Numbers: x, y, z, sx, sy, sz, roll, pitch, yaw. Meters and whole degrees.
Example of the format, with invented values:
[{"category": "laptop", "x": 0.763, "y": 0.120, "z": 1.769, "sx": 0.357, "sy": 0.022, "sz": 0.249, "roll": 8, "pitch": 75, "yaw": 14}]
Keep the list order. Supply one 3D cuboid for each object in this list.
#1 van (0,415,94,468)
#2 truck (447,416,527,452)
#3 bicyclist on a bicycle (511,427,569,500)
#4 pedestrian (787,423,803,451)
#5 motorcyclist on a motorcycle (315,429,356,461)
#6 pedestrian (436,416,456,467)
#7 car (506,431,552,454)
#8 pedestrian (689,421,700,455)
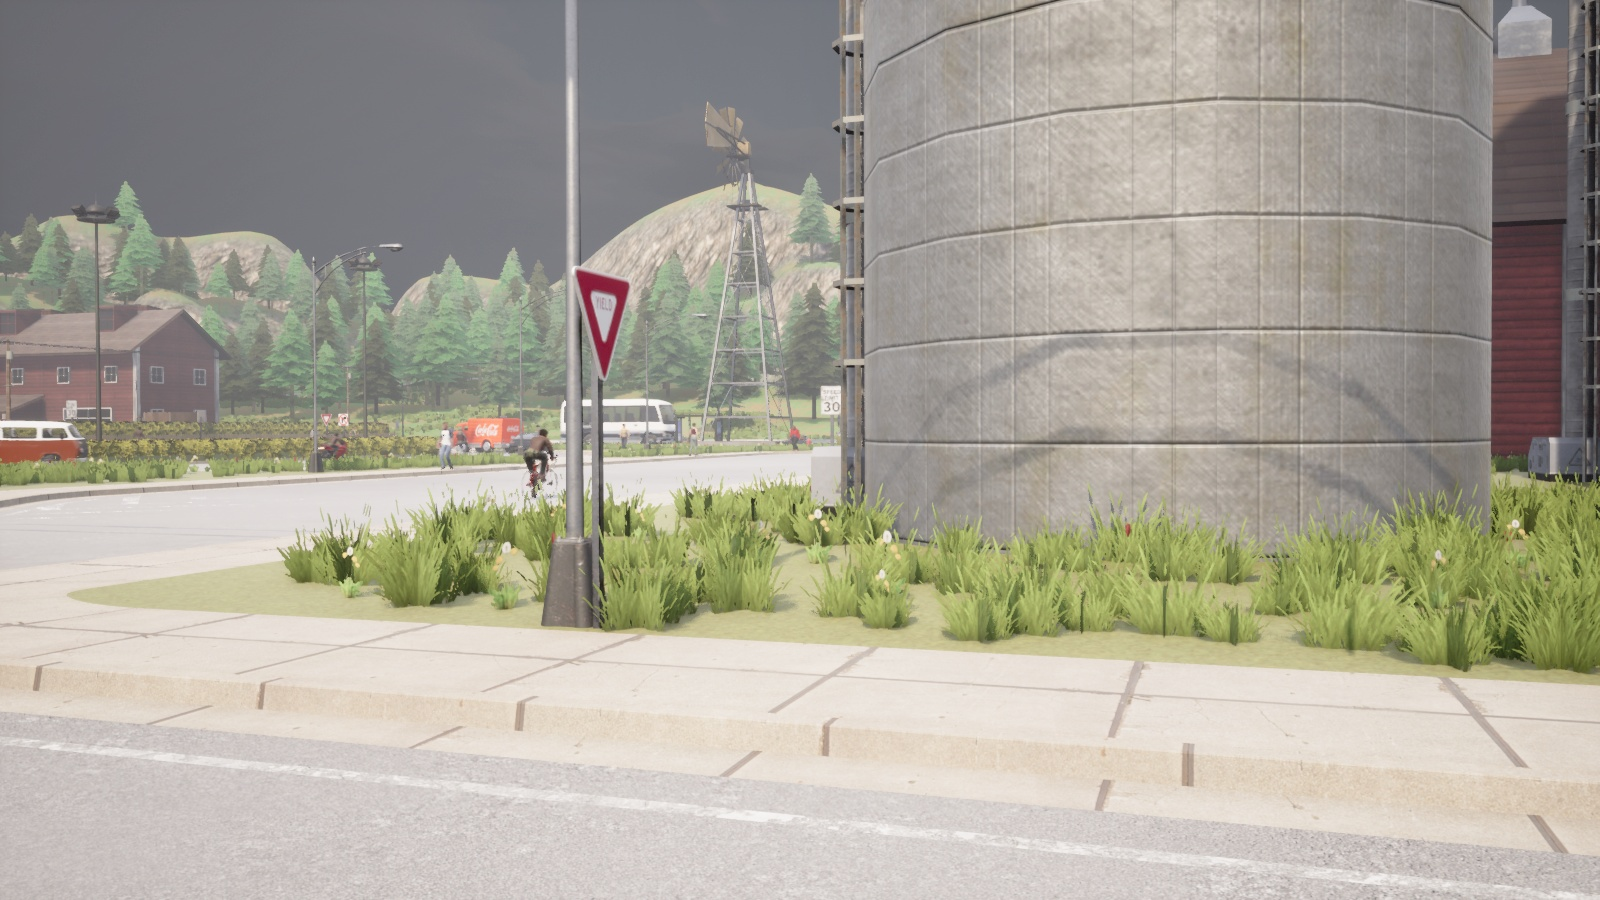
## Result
[{"category": "van", "x": -30.351, "y": -0.356, "z": 49.091, "sx": 4.480, "sy": 2.038, "sz": 2.069, "roll": 0, "pitch": 2, "yaw": -20}, {"category": "truck", "x": -22.244, "y": -1.178, "z": 89.213, "sx": 5.204, "sy": 2.467, "sz": 2.627, "roll": 1, "pitch": 1, "yaw": 31}, {"category": "bicyclist on a bicycle", "x": -5.991, "y": 0.290, "z": 29.022, "sx": 0.582, "sy": 1.620, "sz": 1.656, "roll": 1, "pitch": 1, "yaw": 18}, {"category": "pedestrian", "x": -0.337, "y": -0.837, "z": 82.042, "sx": 0.634, "sy": 1.844, "sz": 0.899, "roll": 1, "pitch": 1, "yaw": 33}, {"category": "motorcyclist on a motorcycle", "x": -22.811, "y": -0.270, "z": 61.668, "sx": 0.797, "sy": 1.523, "sz": 2.044, "roll": 1, "pitch": 1, "yaw": 18}, {"category": "pedestrian", "x": -13.024, "y": -0.311, "z": 46.221, "sx": 0.354, "sy": 1.836, "sz": 0.706, "roll": 1, "pitch": 1, "yaw": 17}, {"category": "car", "x": -17.441, "y": -0.517, "z": 81.048, "sx": 1.812, "sy": 1.442, "sz": 4.674, "roll": 0, "pitch": 1, "yaw": 2}, {"category": "pedestrian", "x": -5.816, "y": -0.650, "z": 69.094, "sx": 0.345, "sy": 1.836, "sz": 0.594, "roll": 1, "pitch": 1, "yaw": 23}]
